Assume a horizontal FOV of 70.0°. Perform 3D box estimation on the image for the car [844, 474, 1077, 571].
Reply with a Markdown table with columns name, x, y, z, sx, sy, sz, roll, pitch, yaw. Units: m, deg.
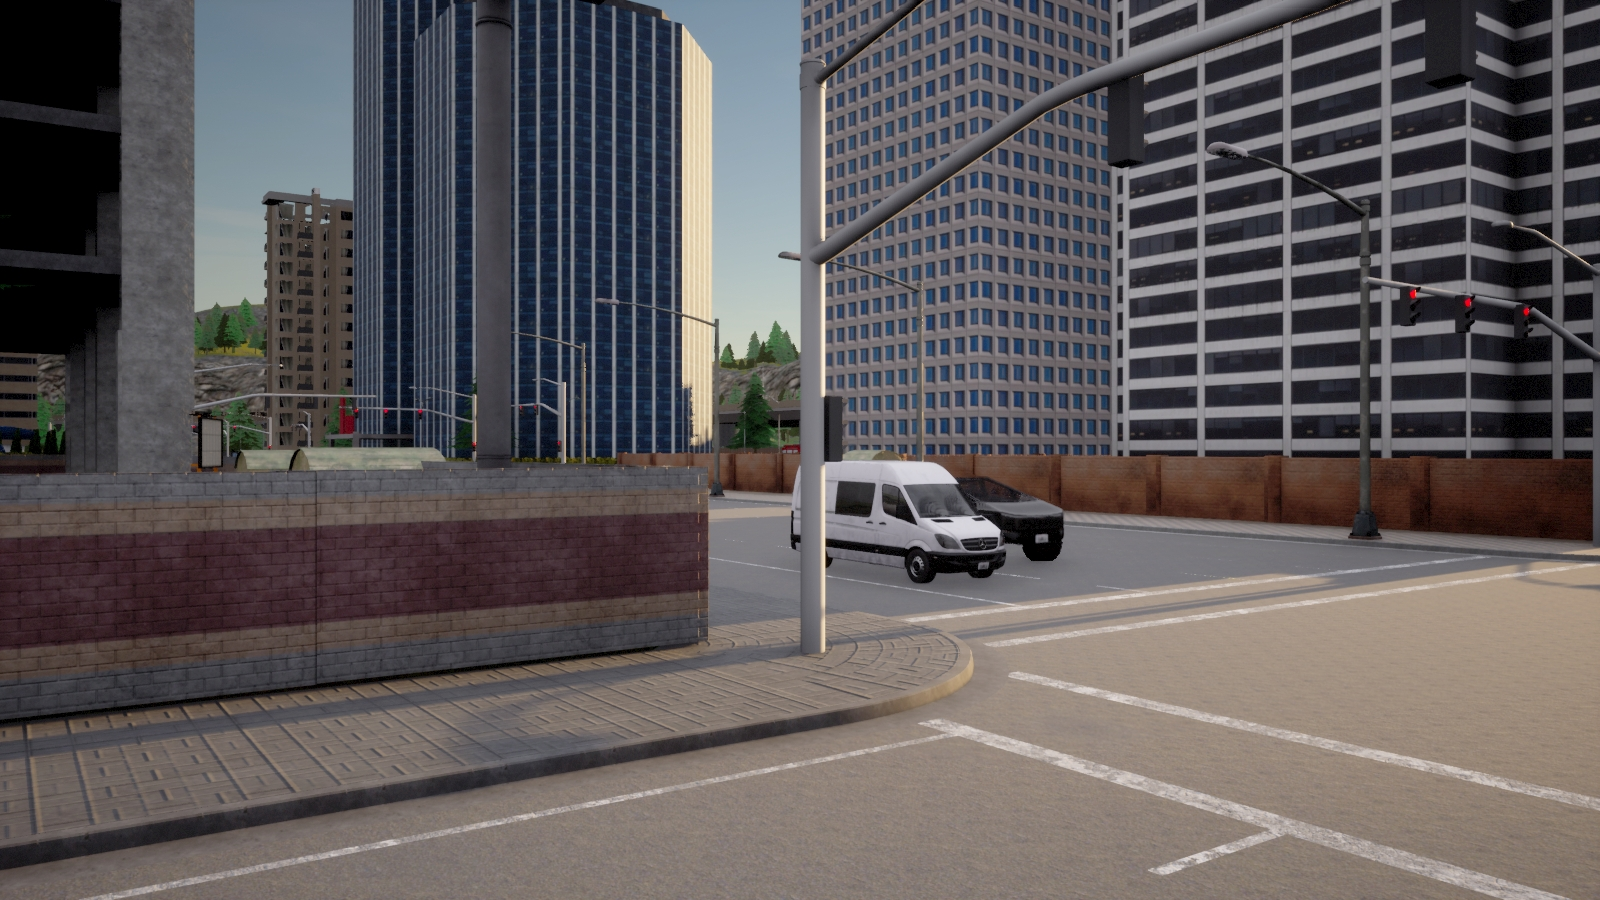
| name | x | y | z | sx | sy | sz | roll | pitch | yaw |
| --- | --- | --- | --- | --- | --- | --- | --- | --- | --- |
| car | 3.984 | 1.752 | 29.717 | 2.390 | 2.098 | 6.274 | 0 | 0 | -35 |

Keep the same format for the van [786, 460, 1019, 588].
| name | x | y | z | sx | sy | sz | roll | pitch | yaw |
| --- | --- | --- | --- | --- | --- | --- | --- | --- | --- |
| van | 2.165 | 1.533 | 26.212 | 1.988 | 2.561 | 5.915 | 0 | 0 | -35 |
